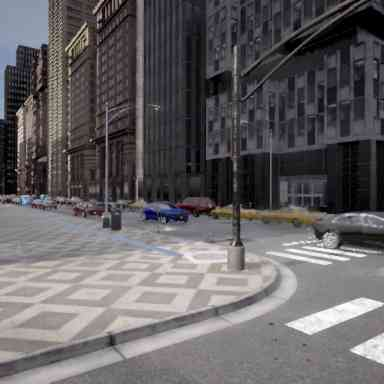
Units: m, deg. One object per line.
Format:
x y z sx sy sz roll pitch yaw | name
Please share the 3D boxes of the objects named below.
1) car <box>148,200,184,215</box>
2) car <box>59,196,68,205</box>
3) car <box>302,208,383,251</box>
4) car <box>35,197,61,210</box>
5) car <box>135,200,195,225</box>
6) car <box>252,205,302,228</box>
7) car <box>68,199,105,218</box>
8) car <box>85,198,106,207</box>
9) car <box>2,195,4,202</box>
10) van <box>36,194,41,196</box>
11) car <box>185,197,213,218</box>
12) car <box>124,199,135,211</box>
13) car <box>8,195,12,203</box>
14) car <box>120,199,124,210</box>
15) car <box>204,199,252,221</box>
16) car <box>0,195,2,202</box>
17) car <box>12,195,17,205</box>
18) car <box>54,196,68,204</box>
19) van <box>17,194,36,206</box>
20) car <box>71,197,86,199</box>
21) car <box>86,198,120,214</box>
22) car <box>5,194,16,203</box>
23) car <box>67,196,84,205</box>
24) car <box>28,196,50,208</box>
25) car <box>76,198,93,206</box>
-2.965 1.643 36.391 1.887 1.381 4.507 0 0 -35 | car
-23.536 1.780 60.842 1.895 1.301 4.718 0 0 -36 | car
6.912 1.498 12.290 2.128 1.511 4.902 0 0 -35 | car
-19.624 1.696 45.168 1.802 1.307 4.206 0 0 -35 | car
-2.162 1.528 25.113 1.882 1.535 5.008 0 0 -35 | car
6.646 1.578 22.814 1.752 1.417 4.829 0 0 -35 | car
-9.913 1.612 31.451 1.887 1.381 4.507 0 0 -35 | car
-15.912 1.727 54.679 1.947 1.339 4.313 0 0 -35 | car
-42.282 1.814 77.174 1.802 1.307 4.206 0 0 -35 | car
-38.570 1.621 86.684 1.690 1.788 3.998 0 0 -35 | van
0.271 1.398 31.819 2.192 1.841 5.009 0 0 -35 | car
-6.301 1.639 41.102 1.752 1.417 4.829 0 0 -35 | car
-35.808 1.779 68.029 1.802 1.307 4.206 0 0 -35 | car
-9.439 1.680 45.535 2.008 1.369 4.403 0 0 -35 | car
3.410 1.593 27.386 1.752 1.417 4.829 0 0 -35 | car
-45.519 1.690 81.746 1.967 1.590 4.097 0 0 -35 | car
-32.473 1.705 63.318 1.752 1.417 4.829 0 0 -35 | car
-28.859 1.668 72.967 1.967 1.590 4.097 0 0 -35 | car
-29.335 1.504 58.885 1.690 1.788 3.998 0 0 -35 | van
-17.517 1.653 52.343 1.837 1.490 4.892 0 0 -35 | car
-9.863 1.651 36.019 1.994 1.385 4.181 0 0 -35 | car
-39.046 1.529 72.602 2.192 1.841 5.009 0 0 -35 | car
-22.386 1.634 63.823 1.967 1.590 4.097 0 0 -35 | car
-22.860 1.712 49.740 1.802 1.307 4.206 0 0 -35 | car
-19.149 1.759 59.251 1.802 1.307 4.206 0 0 -35 | car
